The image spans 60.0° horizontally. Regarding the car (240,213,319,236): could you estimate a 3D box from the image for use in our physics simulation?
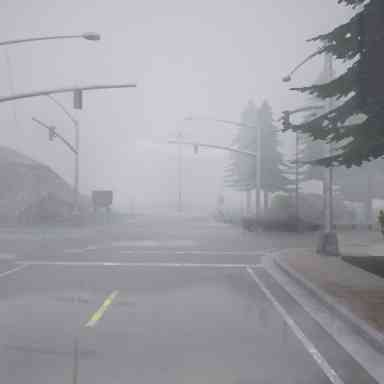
[{"bbox_3d":[5.473,2.004,21.293,4.718,1.301,1.895,2,-1,0],"label":"car"}]
